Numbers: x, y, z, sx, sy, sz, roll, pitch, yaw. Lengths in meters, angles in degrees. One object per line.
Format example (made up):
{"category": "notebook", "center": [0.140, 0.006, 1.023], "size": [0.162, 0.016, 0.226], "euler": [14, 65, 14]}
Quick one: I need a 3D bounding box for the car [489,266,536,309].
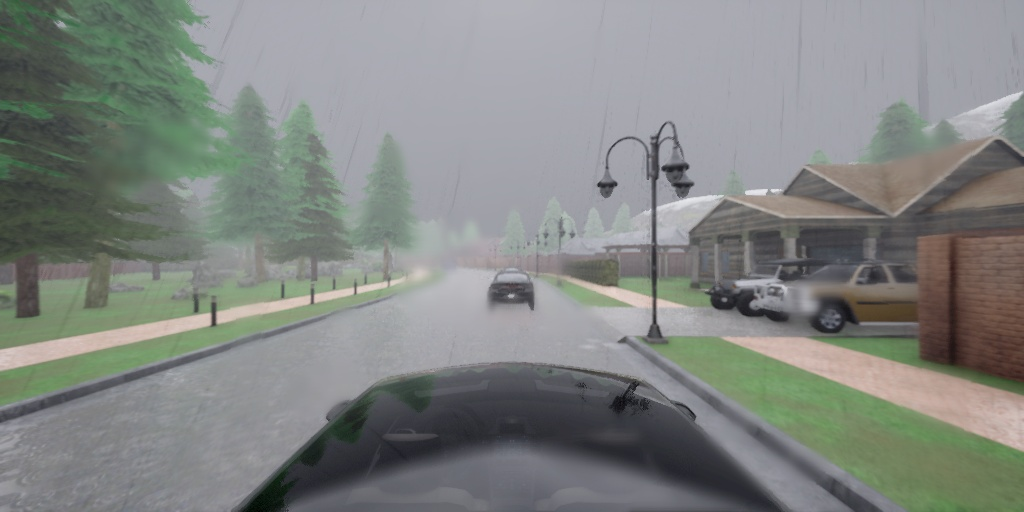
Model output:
{"category": "car", "center": [0.025, 1.383, 16.025], "size": [1.882, 1.535, 5.008], "euler": [0, 0, 0]}

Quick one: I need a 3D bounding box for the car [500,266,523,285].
{"category": "car", "center": [-0.094, 1.590, 30.691], "size": [1.812, 1.442, 4.674], "euler": [0, 0, -2]}
